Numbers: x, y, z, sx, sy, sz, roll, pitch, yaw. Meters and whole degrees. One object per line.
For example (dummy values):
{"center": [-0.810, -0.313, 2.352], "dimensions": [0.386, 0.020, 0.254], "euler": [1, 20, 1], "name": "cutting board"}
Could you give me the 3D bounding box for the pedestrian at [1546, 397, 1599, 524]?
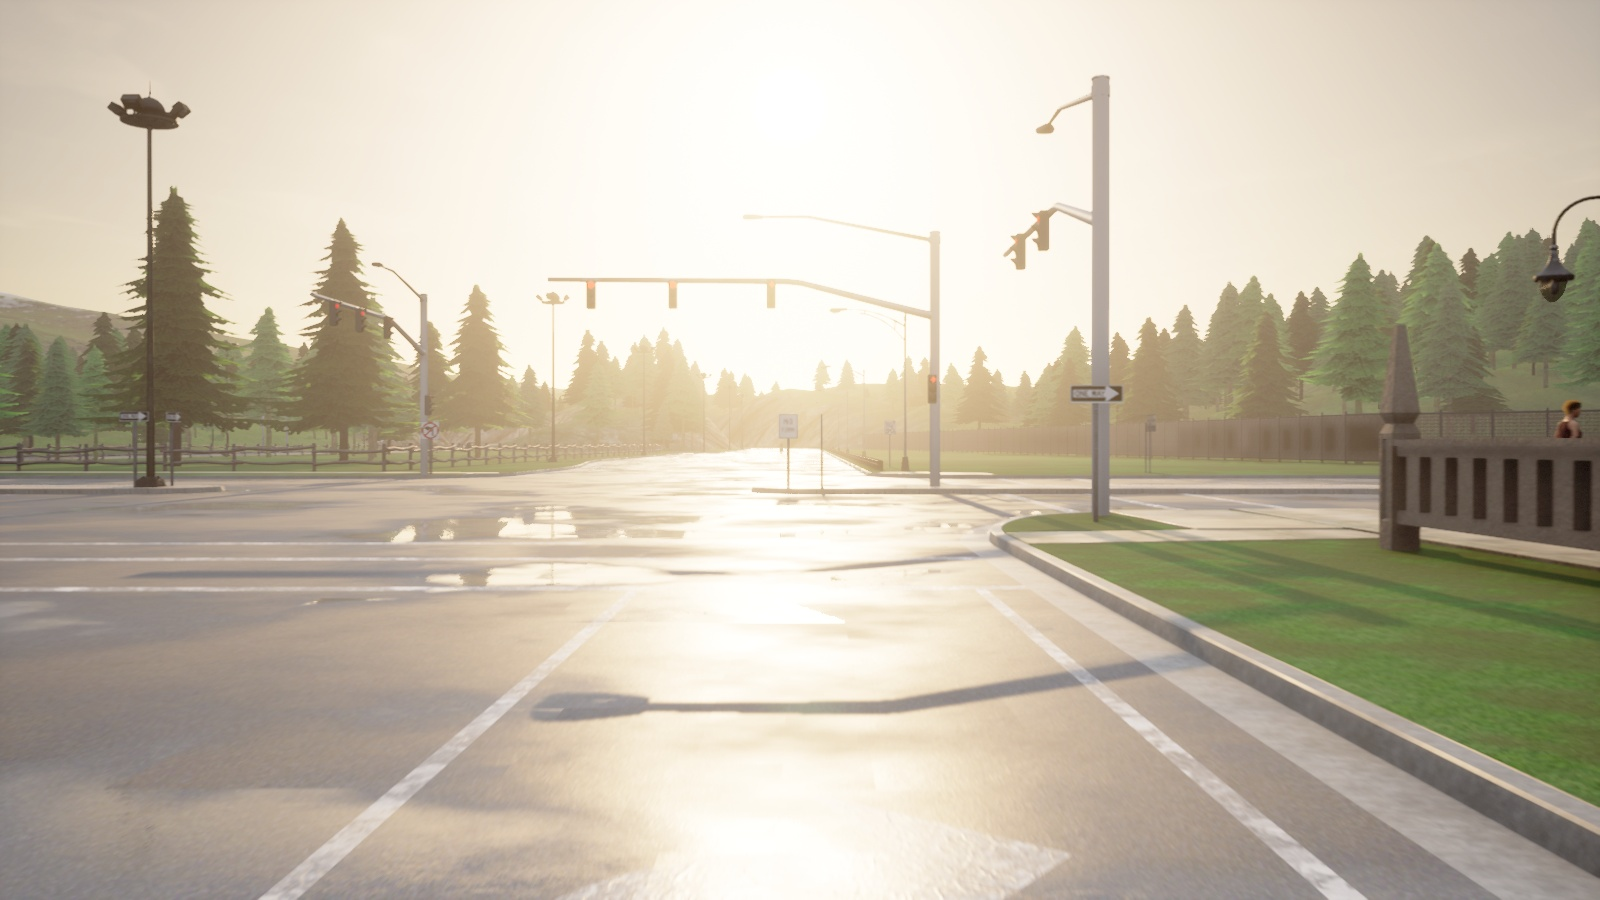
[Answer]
{"center": [11.309, 0.156, 18.359], "dimensions": [0.594, 1.836, 0.345], "euler": [0, 0, 6], "name": "pedestrian"}
